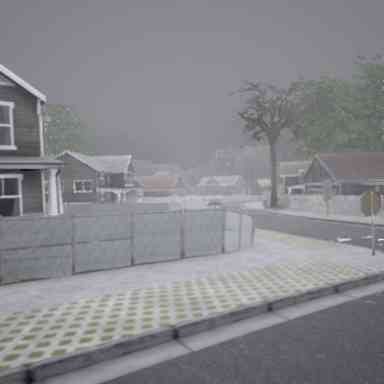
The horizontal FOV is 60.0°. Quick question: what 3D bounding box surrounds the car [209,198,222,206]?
[{"bbox_3d":[4.035,1.703,56.645,1.994,1.385,4.181,-2,0,9],"label":"car"}]
